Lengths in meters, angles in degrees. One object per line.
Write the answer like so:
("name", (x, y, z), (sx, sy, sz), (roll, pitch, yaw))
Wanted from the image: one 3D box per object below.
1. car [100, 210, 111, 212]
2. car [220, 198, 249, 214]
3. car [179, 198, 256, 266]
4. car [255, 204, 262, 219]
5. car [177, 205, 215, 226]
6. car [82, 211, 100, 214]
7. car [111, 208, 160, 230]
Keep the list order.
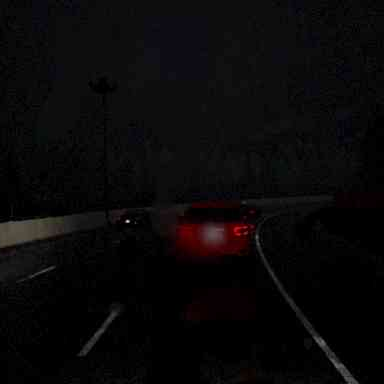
("car", (-7.439, 2.186, 37.008), (2.033, 1.411, 5.357), (-2, -1, 20))
("car", (5.103, 1.615, 39.151), (2.097, 1.767, 4.553), (-2, -1, 24))
("car", (0.926, 1.324, 12.099), (2.150, 2.045, 5.566), (-2, -1, 7))
("car", (5.227, 1.766, 30.343), (1.895, 1.301, 4.718), (-2, -1, 19))
("car", (0.432, 1.836, 26.456), (1.994, 1.385, 4.181), (-2, -1, 16))
("car", (-10.745, 2.319, 38.146), (1.994, 1.385, 4.181), (-2, -1, 20))
("car", (-3.817, 1.944, 24.193), (1.994, 1.385, 4.181), (-2, -1, 14))
